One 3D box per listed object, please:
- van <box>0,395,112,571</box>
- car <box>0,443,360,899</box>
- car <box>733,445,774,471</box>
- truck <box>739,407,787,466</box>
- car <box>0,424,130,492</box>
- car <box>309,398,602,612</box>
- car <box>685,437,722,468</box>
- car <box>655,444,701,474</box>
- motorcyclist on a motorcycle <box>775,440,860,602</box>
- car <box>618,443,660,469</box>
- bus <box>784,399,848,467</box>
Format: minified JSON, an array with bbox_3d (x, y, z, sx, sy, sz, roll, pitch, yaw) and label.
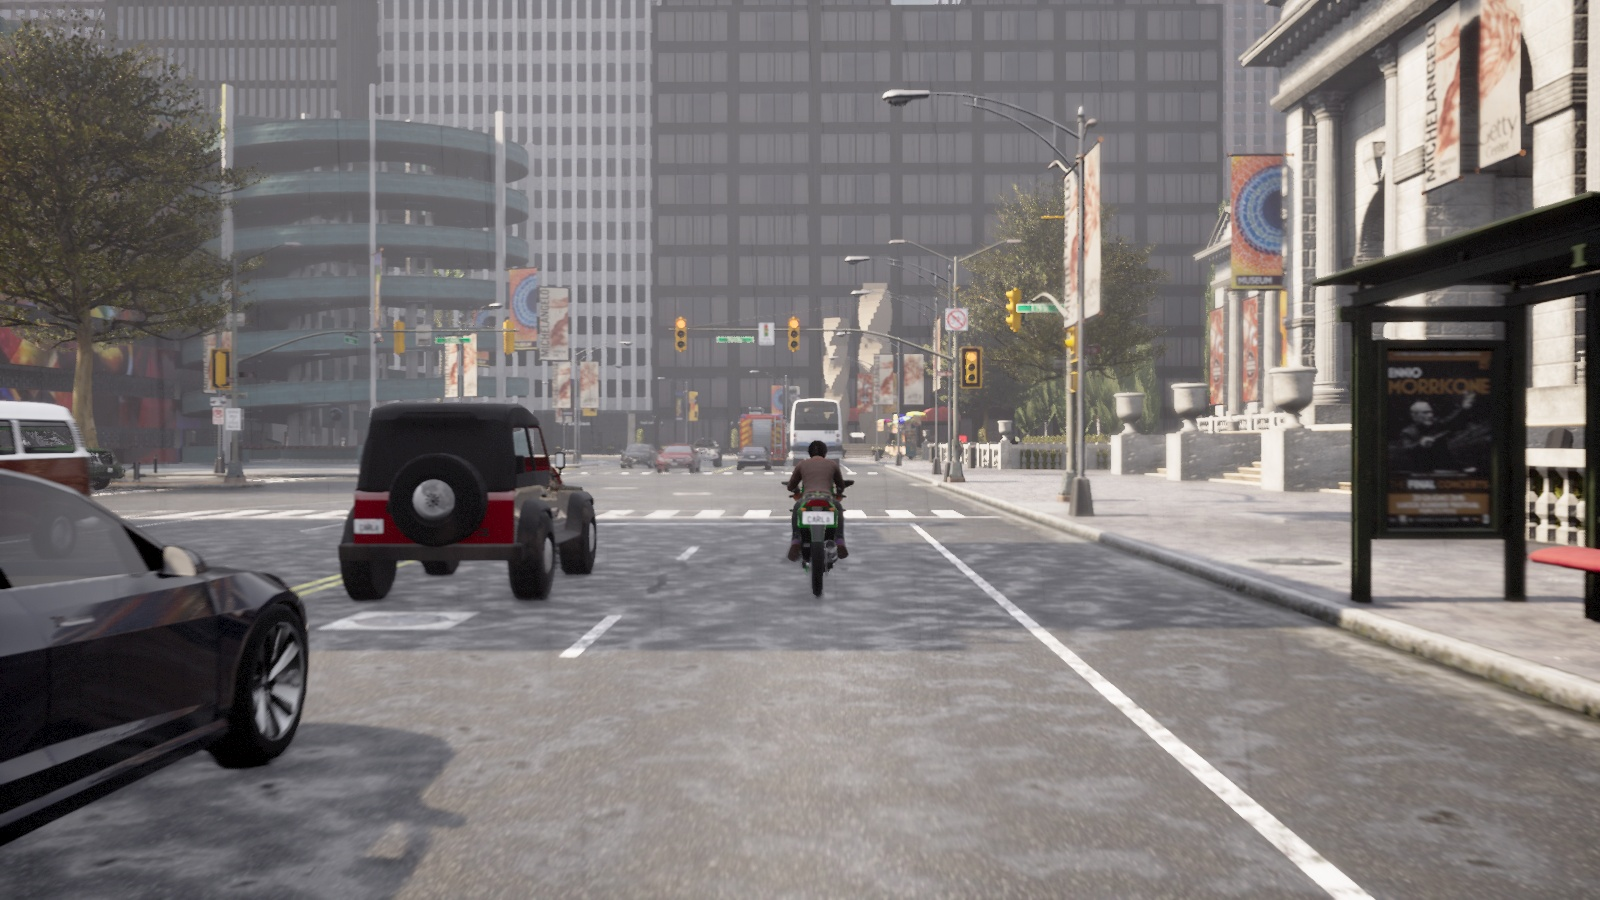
[{"bbox_3d":[-10.301,0.382,14.625,2.069,2.038,4.480,0,0,1],"label":"van"},{"bbox_3d":[-3.430,0.720,4.239,2.163,1.488,4.792,0,0,1],"label":"car"},{"bbox_3d":[-2.576,0.412,70.553,2.033,1.411,5.357,0,0,1],"label":"car"},{"bbox_3d":[-2.433,-0.878,84.947,2.891,3.827,8.468,0,0,1],"label":"truck"},{"bbox_3d":[-24.167,0.234,38.993,5.566,2.045,2.150,0,0,1],"label":"car"},{"bbox_3d":[-3.323,0.470,12.930,1.905,1.878,3.866,0,0,1],"label":"car"},{"bbox_3d":[-5.990,0.134,78.678,1.932,1.855,4.605,0,0,0],"label":"car"},{"bbox_3d":[-6.161,0.423,63.793,1.812,1.442,4.674,0,0,1],"label":"car"},{"bbox_3d":[0.176,0.660,12.823,0.797,1.523,2.044,0,0,1],"label":"motorcyclist on a motorcycle"},{"bbox_3d":[-9.529,0.340,74.568,1.837,1.490,4.892,0,1,0],"label":"car"},{"bbox_3d":[1.055,-1.078,83.391,3.944,4.253,10.273,0,0,1],"label":"bus"}]
